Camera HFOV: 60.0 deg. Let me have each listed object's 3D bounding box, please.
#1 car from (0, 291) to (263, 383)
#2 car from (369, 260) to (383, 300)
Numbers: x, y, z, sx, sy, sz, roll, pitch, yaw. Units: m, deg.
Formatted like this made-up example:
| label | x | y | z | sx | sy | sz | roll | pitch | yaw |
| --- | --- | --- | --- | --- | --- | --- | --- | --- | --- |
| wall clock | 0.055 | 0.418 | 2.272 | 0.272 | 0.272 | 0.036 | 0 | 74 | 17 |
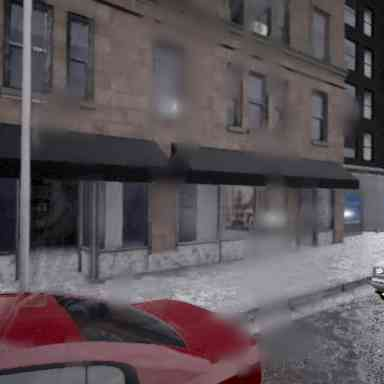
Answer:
| label | x | y | z | sx | sy | sz | roll | pitch | yaw |
| --- | --- | --- | --- | --- | --- | --- | --- | --- | --- |
| car | -1.753 | 1.480 | 1.805 | 5.008 | 1.535 | 1.882 | 1 | -1 | -36 |
| car | 5.895 | 1.676 | 7.322 | 4.718 | 1.301 | 1.895 | 1 | 0 | -36 |
